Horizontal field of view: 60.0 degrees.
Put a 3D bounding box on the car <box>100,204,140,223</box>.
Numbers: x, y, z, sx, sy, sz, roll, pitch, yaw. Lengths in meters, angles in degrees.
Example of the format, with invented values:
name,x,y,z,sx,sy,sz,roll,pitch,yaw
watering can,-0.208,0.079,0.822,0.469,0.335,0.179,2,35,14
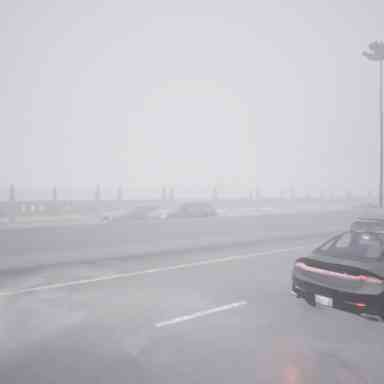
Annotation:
name,x,y,z,sx,sy,sz,roll,pitch,yaw
car,-3.483,1.555,23.013,5.357,1.411,2.033,0,0,-36

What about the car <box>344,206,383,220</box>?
name,x,y,z,sx,sy,sz,roll,pitch,yaw
car,8.700,1.508,14.272,4.892,1.490,1.837,0,0,-36

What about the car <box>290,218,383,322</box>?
name,x,y,z,sx,sy,sz,roll,pitch,yaw
car,4.051,1.493,6.648,4.902,1.511,2.128,0,0,-36

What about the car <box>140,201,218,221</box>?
name,x,y,z,sx,sy,sz,roll,pitch,yaw
car,-0.556,1.358,20.800,4.553,1.767,2.097,0,0,-36

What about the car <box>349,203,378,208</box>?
name,x,y,z,sx,sy,sz,roll,pitch,yaw
car,13.812,1.570,26.758,4.181,1.385,1.994,0,0,-35
